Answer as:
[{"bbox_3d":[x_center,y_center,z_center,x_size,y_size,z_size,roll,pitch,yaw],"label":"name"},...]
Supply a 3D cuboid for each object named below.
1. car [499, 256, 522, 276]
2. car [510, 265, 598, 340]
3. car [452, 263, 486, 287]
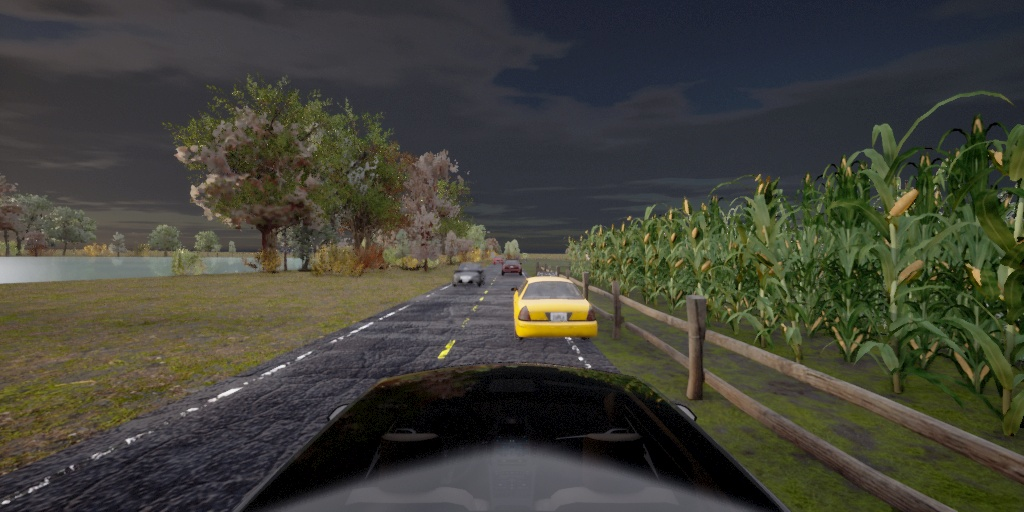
[{"bbox_3d":[-0.022,1.094,37.918,2.097,1.767,4.553,0,0,0],"label":"car"},{"bbox_3d":[0.940,1.203,9.848,1.801,1.575,5.366,0,0,0],"label":"car"},{"bbox_3d":[-2.812,1.235,24.154,2.128,1.511,4.902,0,0,0],"label":"car"}]
